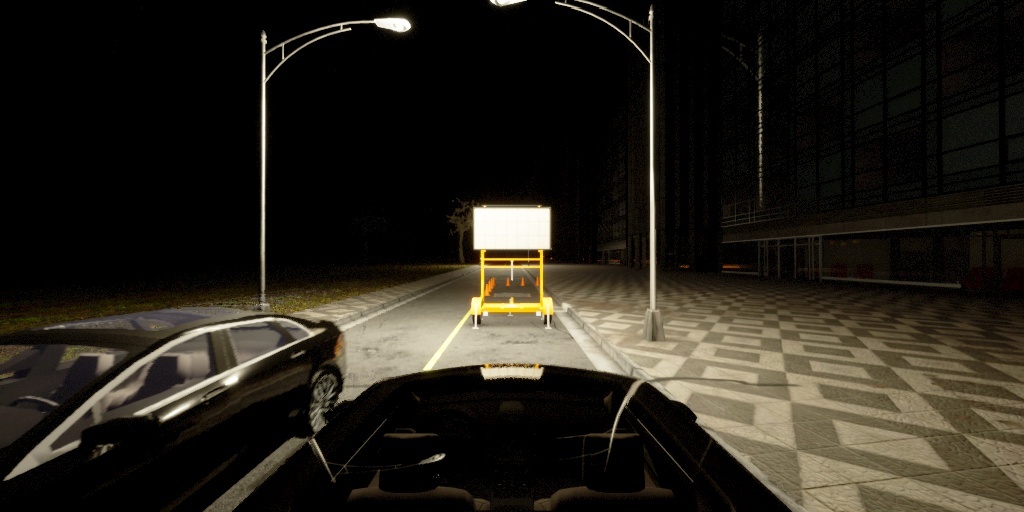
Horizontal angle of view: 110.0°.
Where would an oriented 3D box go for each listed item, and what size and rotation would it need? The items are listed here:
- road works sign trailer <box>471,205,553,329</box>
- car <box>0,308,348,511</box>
[{"bbox_3d":[0.002,0.217,11.220,2.380,3.560,2.880,0,0,0],"label":"road works sign trailer"},{"bbox_3d":[-3.000,1.242,2.621,2.128,1.511,4.902,0,0,0],"label":"car"}]
